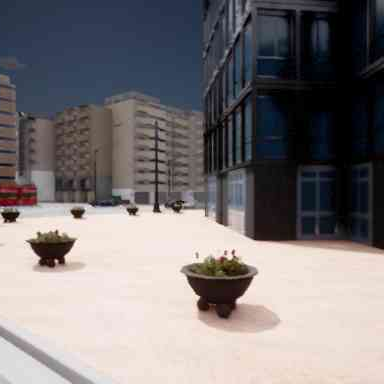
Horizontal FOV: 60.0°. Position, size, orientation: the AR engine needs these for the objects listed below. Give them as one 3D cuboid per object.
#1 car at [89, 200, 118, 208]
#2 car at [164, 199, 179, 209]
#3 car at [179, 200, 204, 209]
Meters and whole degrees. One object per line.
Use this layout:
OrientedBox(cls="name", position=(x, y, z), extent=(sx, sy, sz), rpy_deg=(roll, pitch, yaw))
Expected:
OrientedBox(cls="car", position=(-14.810, 1.967, 56.016), extent=(1.895, 1.301, 4.718), rpy_deg=(0, -1, 39))
OrientedBox(cls="car", position=(-2.441, 1.964, 54.472), extent=(1.837, 1.490, 4.892), rpy_deg=(0, -2, 39))
OrientedBox(cls="car", position=(0.550, 2.072, 52.601), extent=(1.895, 1.301, 4.718), rpy_deg=(0, -1, 39))
